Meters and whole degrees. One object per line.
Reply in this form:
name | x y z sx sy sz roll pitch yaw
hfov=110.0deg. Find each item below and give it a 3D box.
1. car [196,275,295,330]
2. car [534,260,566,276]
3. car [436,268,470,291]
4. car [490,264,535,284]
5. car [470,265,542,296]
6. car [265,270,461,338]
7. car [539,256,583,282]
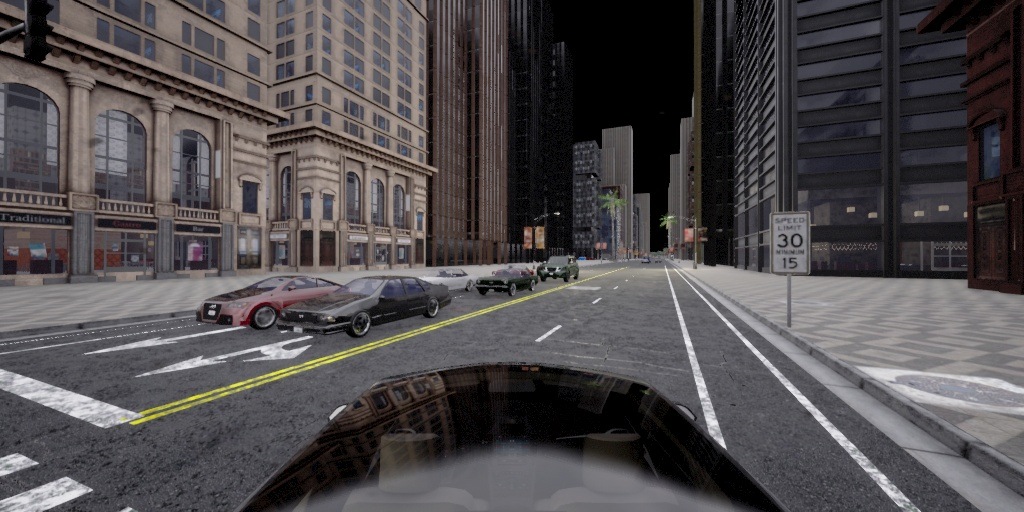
car | -7.121 1.315 11.264 1.994 1.385 4.181 0 0 23
car | 4.101 1.251 37.927 1.882 1.535 5.008 0 0 23
car | -3.736 1.357 19.345 1.895 1.301 4.718 0 0 23
car | 0.118 1.364 28.530 1.895 1.301 4.718 0 0 23
car | -0.151 1.358 19.486 1.895 1.301 4.718 0 0 23
car | -3.861 1.299 10.644 2.033 1.411 5.357 0 0 23
car | 3.990 0.987 29.349 2.150 2.045 5.566 0 0 23
